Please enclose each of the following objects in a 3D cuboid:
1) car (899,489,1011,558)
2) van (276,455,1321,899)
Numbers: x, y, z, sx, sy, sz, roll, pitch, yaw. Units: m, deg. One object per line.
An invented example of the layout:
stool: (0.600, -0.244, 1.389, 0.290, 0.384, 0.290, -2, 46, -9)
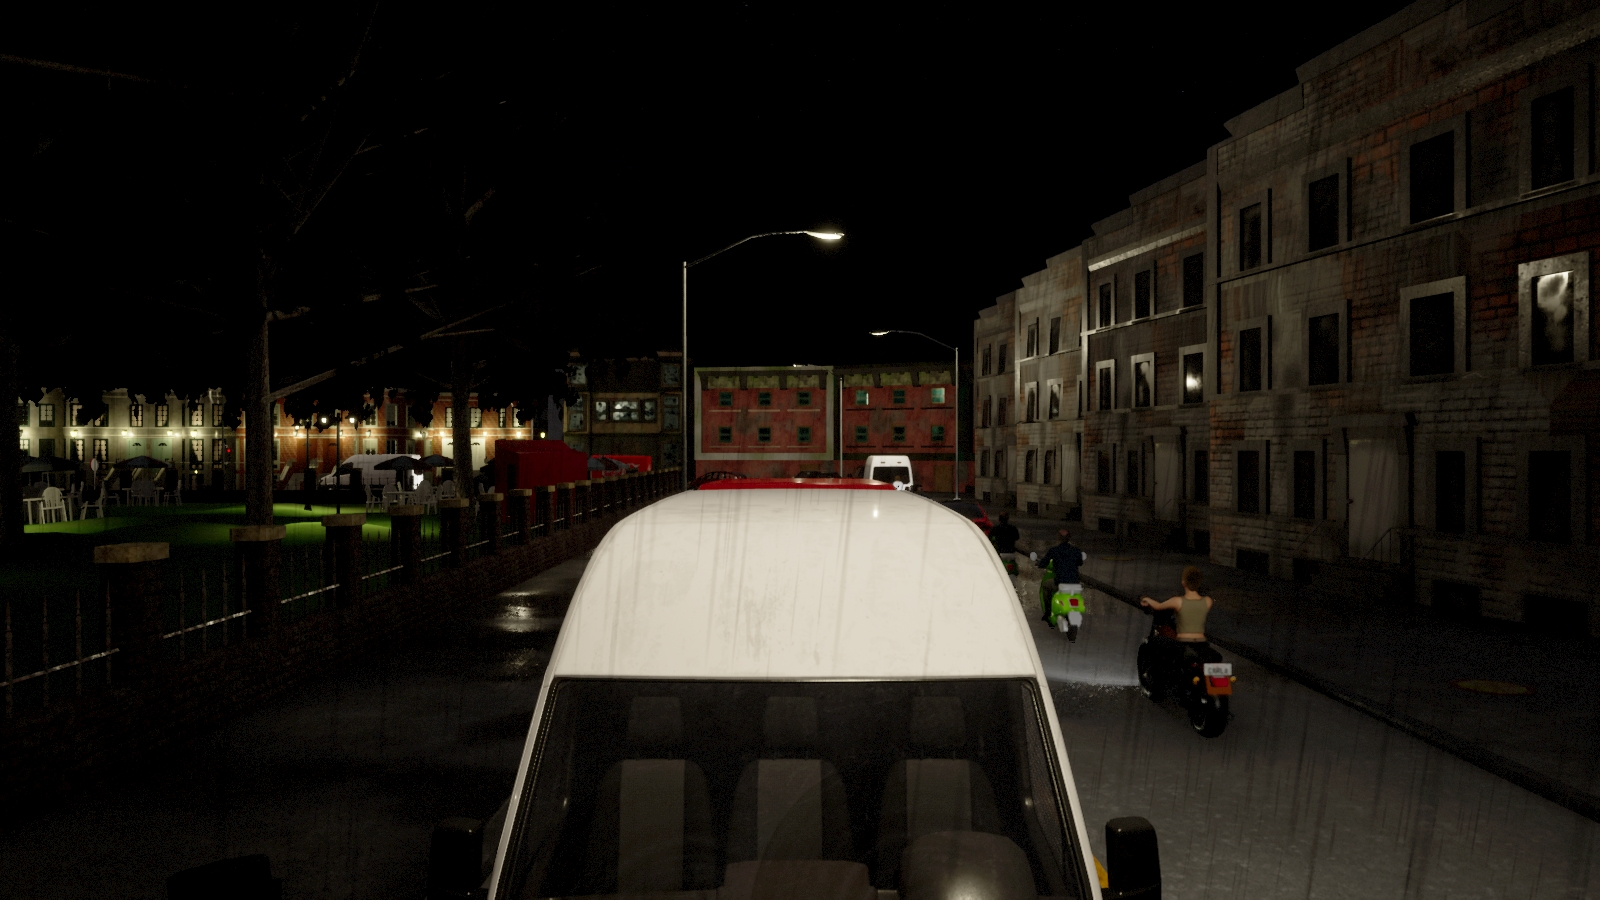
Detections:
car: (3.908, 1.840, 29.679, 2.231, 1.480, 4.892, 0, 0, 0)
van: (-0.006, 1.314, 5.131, 1.988, 2.561, 5.915, 0, 0, 0)
